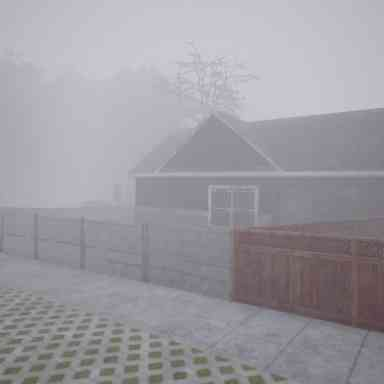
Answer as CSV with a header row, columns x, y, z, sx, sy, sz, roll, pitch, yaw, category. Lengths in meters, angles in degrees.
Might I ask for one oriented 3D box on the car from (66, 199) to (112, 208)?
x,y,z,sx,sy,sz,roll,pitch,yaw,category
-10.160,1.492,32.879,1.837,1.490,4.892,2,1,35,car
